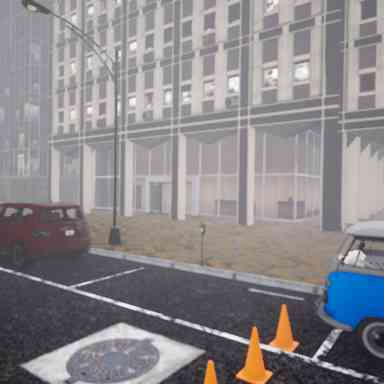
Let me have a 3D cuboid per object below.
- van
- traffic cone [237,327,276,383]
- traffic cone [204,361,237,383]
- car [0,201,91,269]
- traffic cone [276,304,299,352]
[{"bbox_3d":[3.811,1.347,4.266,3.998,1.788,1.690,1,1,36],"label":"van"},{"bbox_3d":[0.761,1.942,4.046,0.340,0.580,0.340,1,0,36],"label":"traffic cone"},{"bbox_3d":[0.178,1.942,3.233,0.340,0.580,0.340,1,0,36],"label":"traffic cone"},{"bbox_3d":[-5.428,1.228,10.886,5.009,1.841,2.192,1,1,36],"label":"car"},{"bbox_3d":[1.343,1.942,4.858,0.340,0.580,0.340,1,0,36],"label":"traffic cone"}]
